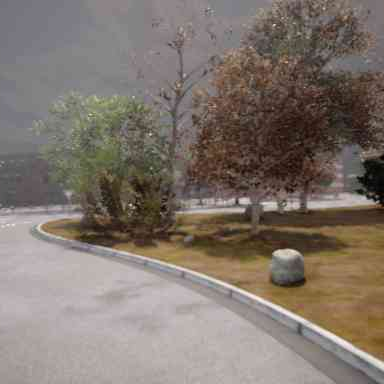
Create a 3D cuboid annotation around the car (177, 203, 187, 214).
[{"bbox_3d":[-2.864,1.412,32.509,4.902,1.511,2.128,-2,0,-3],"label":"car"}]
